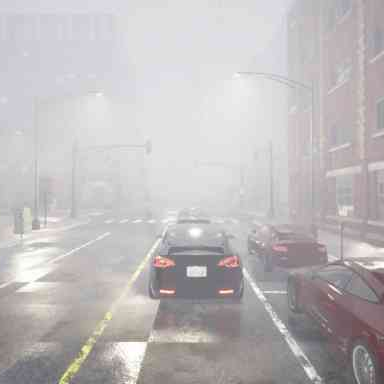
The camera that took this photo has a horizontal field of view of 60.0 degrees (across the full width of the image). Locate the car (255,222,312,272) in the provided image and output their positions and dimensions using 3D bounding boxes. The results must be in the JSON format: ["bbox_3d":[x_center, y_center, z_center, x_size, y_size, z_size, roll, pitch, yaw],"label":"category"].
[{"bbox_3d":[2.818,1.585,10.407,1.802,1.307,4.206,1,0,0],"label":"car"}]

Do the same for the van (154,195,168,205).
[{"bbox_3d":[-5.786,1.359,59.684,1.690,1.788,3.998,1,0,0],"label":"van"}]

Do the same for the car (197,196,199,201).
[{"bbox_3d":[2.550,1.573,82.270,1.887,1.381,4.507,1,0,0],"label":"car"}]

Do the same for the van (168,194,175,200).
[{"bbox_3d":[-5.848,1.376,93.598,1.690,1.788,3.998,1,0,0],"label":"van"}]

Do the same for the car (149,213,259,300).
[{"bbox_3d":[0.085,1.506,8.449,2.163,1.488,4.792,0,0,0],"label":"car"}]

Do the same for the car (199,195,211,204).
[{"bbox_3d":[2.591,1.544,59.830,1.752,1.417,4.829,1,0,0],"label":"car"}]

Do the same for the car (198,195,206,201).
[{"bbox_3d":[2.539,1.597,87.921,1.947,1.339,4.313,1,0,0],"label":"car"}]

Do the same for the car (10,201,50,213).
[{"bbox_3d":[-18.782,1.730,38.750,4.313,1.339,1.947,0,-1,0],"label":"car"}]

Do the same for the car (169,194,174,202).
[{"bbox_3d":[-5.821,1.607,76.640,1.802,1.307,4.206,1,0,0],"label":"car"}]

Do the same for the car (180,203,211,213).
[{"bbox_3d":[0.068,1.552,17.721,2.033,1.411,5.357,0,0,-1],"label":"car"}]

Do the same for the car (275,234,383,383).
[{"bbox_3d":[2.659,1.583,4.751,1.802,1.307,4.206,1,0,0],"label":"car"}]

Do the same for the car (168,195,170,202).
[{"bbox_3d":[-5.800,1.603,65.336,1.802,1.307,4.206,1,0,0],"label":"car"}]

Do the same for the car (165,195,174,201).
[{"bbox_3d":[-5.841,1.582,87.945,2.008,1.369,4.403,1,0,0],"label":"car"}]
